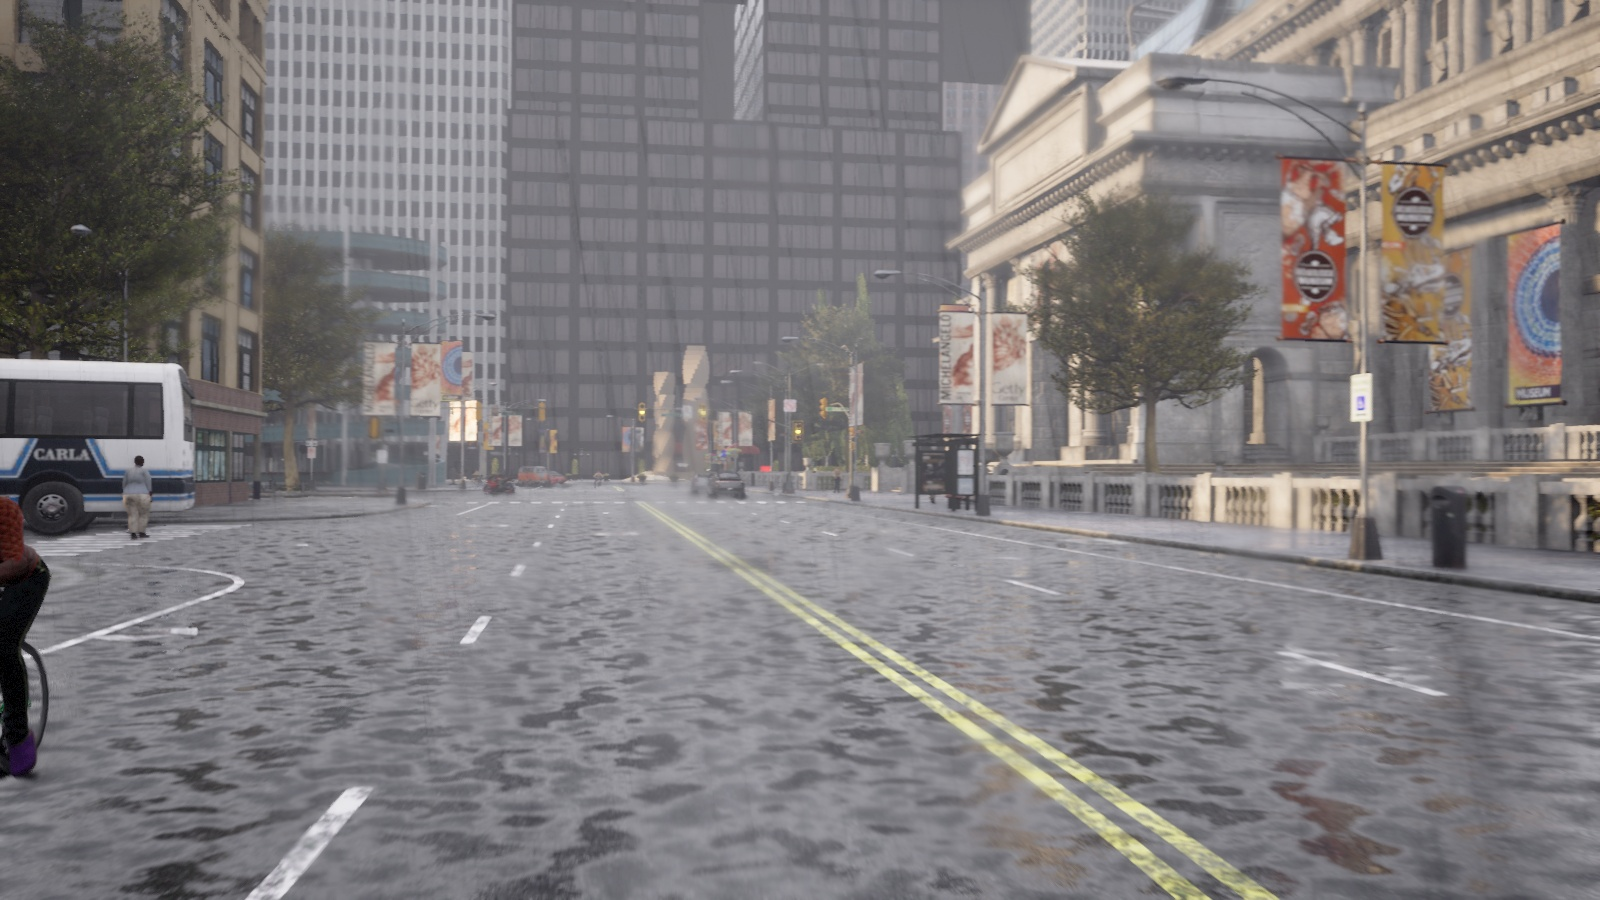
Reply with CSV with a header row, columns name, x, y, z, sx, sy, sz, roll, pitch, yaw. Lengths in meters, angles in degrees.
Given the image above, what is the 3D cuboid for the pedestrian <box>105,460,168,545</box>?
name,x,y,z,sx,sy,sz,roll,pitch,yaw
pedestrian,-14.722,1.162,27.888,0.874,1.855,0.900,0,-1,6

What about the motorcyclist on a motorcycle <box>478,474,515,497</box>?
name,x,y,z,sx,sy,sz,roll,pitch,yaw
motorcyclist on a motorcycle,-20.011,2.335,82.705,2.191,1.530,0.866,-1,0,14

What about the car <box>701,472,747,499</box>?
name,x,y,z,sx,sy,sz,roll,pitch,yaw
car,-4.402,2.005,72.367,2.128,1.511,4.902,0,-1,-10

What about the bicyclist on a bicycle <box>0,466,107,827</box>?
name,x,y,z,sx,sy,sz,roll,pitch,yaw
bicyclist on a bicycle,-3.931,0.887,5.943,0.582,1.620,1.656,0,-1,-8

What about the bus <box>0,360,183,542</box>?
name,x,y,z,sx,sy,sz,roll,pitch,yaw
bus,-20.874,0.053,30.461,10.273,4.253,3.944,0,-1,-21

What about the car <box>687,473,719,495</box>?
name,x,y,z,sx,sy,sz,roll,pitch,yaw
car,-6.661,2.299,85.785,1.845,1.501,3.633,0,-1,-10
